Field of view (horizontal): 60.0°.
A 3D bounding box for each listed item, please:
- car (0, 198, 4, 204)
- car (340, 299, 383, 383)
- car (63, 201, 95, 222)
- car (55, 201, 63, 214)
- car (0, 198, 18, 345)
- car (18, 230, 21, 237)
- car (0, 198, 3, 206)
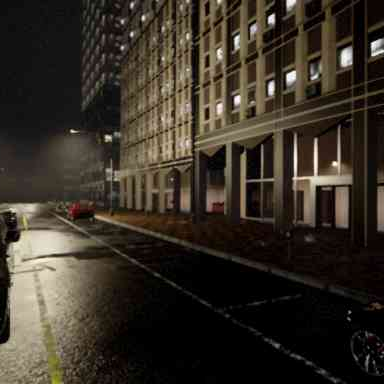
[{"bbox_3d":[-41.088,1.926,70.853,1.802,1.307,4.206,0,0,-27],"label":"car"},{"bbox_3d":[3.568,1.598,3.109,1.947,1.339,4.313,0,0,-27],"label":"car"},{"bbox_3d":[-9.441,1.695,28.176,1.887,1.381,4.507,0,0,-27],"label":"car"},{"bbox_3d":[-14.646,1.750,38.204,2.008,1.369,4.403,0,0,-27],"label":"car"},{"bbox_3d":[-4.525,1.245,6.140,2.150,2.045,5.566,0,0,-27],"label":"car"},{"bbox_3d":[-11.546,1.653,19.916,1.994,1.385,4.181,0,0,-26],"label":"car"},{"bbox_3d":[-35.093,1.833,59.411,2.008,1.369,4.403,0,0,-27],"label":"car"}]
